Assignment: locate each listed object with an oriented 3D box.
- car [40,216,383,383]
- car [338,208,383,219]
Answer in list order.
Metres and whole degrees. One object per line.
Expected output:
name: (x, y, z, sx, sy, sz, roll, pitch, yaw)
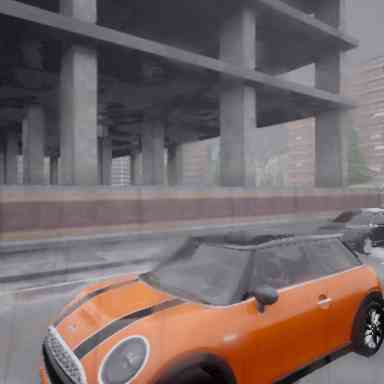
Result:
car: (0.529, 1.339, 4.371, 4.553, 1.767, 2.097, 0, 0, -36)
car: (6.764, 1.442, 13.121, 4.892, 1.490, 1.837, -1, 0, -35)
